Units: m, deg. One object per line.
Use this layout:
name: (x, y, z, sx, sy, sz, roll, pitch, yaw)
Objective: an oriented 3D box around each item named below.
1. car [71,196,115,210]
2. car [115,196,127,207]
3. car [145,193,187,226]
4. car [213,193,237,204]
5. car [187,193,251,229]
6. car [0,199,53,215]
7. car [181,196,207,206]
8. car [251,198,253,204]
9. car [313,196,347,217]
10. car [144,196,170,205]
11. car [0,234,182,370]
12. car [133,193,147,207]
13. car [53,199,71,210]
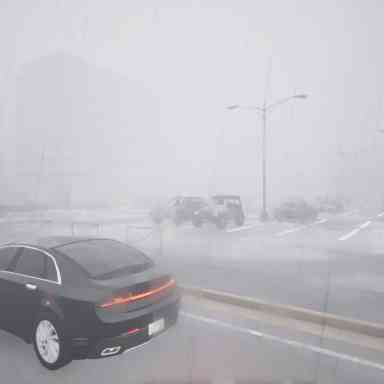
car: (-12.470, 1.526, 42.157, 1.812, 1.442, 4.674, 0, 0, 34)
car: (-11.805, 1.352, 49.417, 2.097, 1.767, 4.553, 0, 0, 34)
car: (-0.635, 1.153, 21.887, 1.932, 1.855, 4.605, 0, 0, 34)
car: (6.291, 1.223, 63.370, 2.150, 2.045, 5.566, 0, 0, 34)
car: (1.729, 1.156, 20.217, 1.905, 1.878, 3.866, 0, 0, 34)
car: (-17.472, 1.601, 34.747, 1.895, 1.301, 4.718, 0, 0, 34)
car: (0.368, 1.478, 54.611, 1.882, 1.535, 5.008, 0, 0, 34)
car: (9.875, 1.505, 62.459, 1.837, 1.490, 4.892, 0, 0, 34)
car: (13.778, 1.395, 33.149, 1.970, 1.475, 3.806, 0, 0, 34)
car: (-6.024, 1.526, 57.926, 1.812, 1.442, 4.674, 0, 0, 35)
car: (-2.435, 1.505, 5.739, 4.892, 1.490, 1.837, 0, 0, 36)
car: (-6.582, 1.221, 50.867, 2.150, 2.045, 5.566, 0, 0, 34)
car: (-17.143, 1.547, 41.500, 2.033, 1.411, 5.357, 0, 0, 34)
